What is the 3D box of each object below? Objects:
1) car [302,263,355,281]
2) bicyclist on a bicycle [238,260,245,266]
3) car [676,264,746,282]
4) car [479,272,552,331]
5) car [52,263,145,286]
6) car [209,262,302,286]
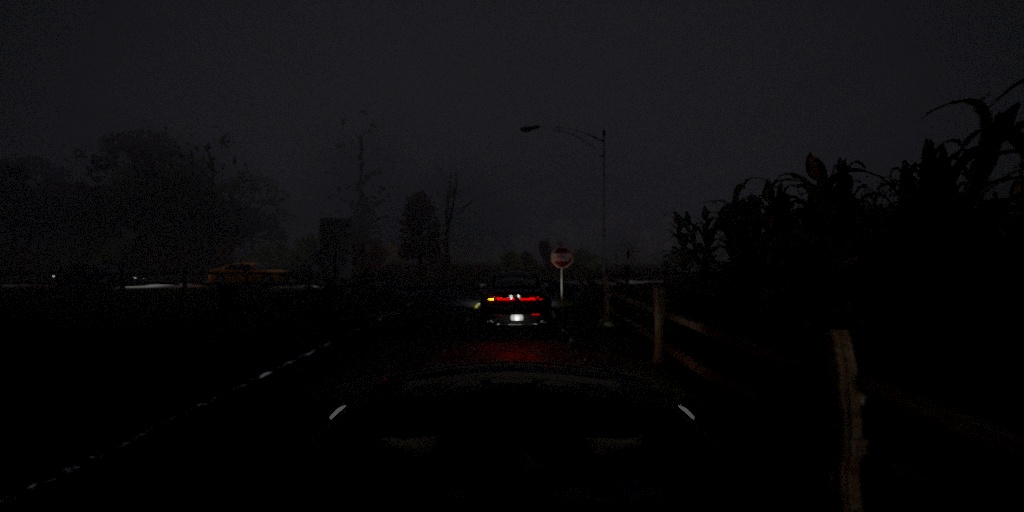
[{"bbox_3d":[-14.755,1.235,26.957,5.357,1.411,2.033,0,0,-3],"label":"car"},{"bbox_3d":[-22.422,1.143,29.843,0.582,1.620,1.656,0,1,1],"label":"bicyclist on a bicycle"},{"bbox_3d":[14.611,1.232,26.305,4.718,1.301,1.895,0,0,1],"label":"car"},{"bbox_3d":[0.064,1.220,10.790,1.837,1.490,4.892,0,-1,-1],"label":"car"},{"bbox_3d":[-27.541,1.216,23.943,4.892,1.490,1.837,0,0,1],"label":"car"},{"bbox_3d":[-17.188,1.177,23.800,5.008,1.535,1.882,0,0,1],"label":"car"}]
